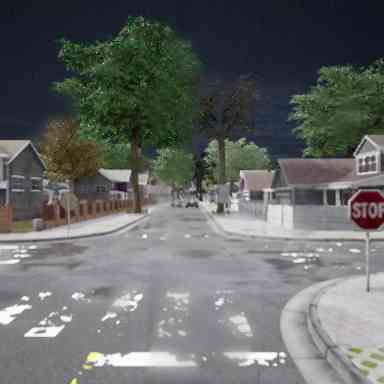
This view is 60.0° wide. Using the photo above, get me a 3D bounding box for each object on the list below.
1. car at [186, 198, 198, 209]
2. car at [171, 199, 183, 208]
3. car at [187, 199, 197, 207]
[{"bbox_3d":[0.011,1.858,56.568,2.097,1.767,4.553,0,-1,0],"label":"car"},{"bbox_3d":[-2.739,2.032,60.350,2.128,1.511,4.902,0,-1,0],"label":"car"},{"bbox_3d":[0.012,2.124,66.598,1.812,1.442,4.674,0,-1,0],"label":"car"}]
